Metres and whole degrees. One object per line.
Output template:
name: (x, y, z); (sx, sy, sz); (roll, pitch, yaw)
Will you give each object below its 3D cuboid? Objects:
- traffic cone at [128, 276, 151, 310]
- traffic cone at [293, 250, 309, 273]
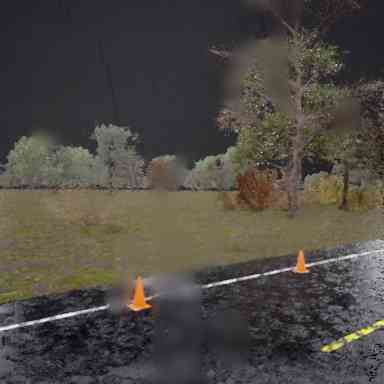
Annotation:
traffic cone: (-1.023, 1.949, 6.513); (0.340, 0.580, 0.340); (0, 0, -35)
traffic cone: (3.086, 1.940, 9.396); (0.340, 0.580, 0.340); (0, 0, -35)
